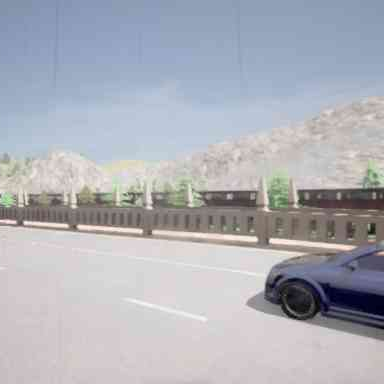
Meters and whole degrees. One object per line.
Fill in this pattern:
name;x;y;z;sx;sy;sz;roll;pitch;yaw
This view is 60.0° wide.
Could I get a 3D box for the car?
car;3.427;1.567;5.848;4.181;1.385;1.994;1;0;36
